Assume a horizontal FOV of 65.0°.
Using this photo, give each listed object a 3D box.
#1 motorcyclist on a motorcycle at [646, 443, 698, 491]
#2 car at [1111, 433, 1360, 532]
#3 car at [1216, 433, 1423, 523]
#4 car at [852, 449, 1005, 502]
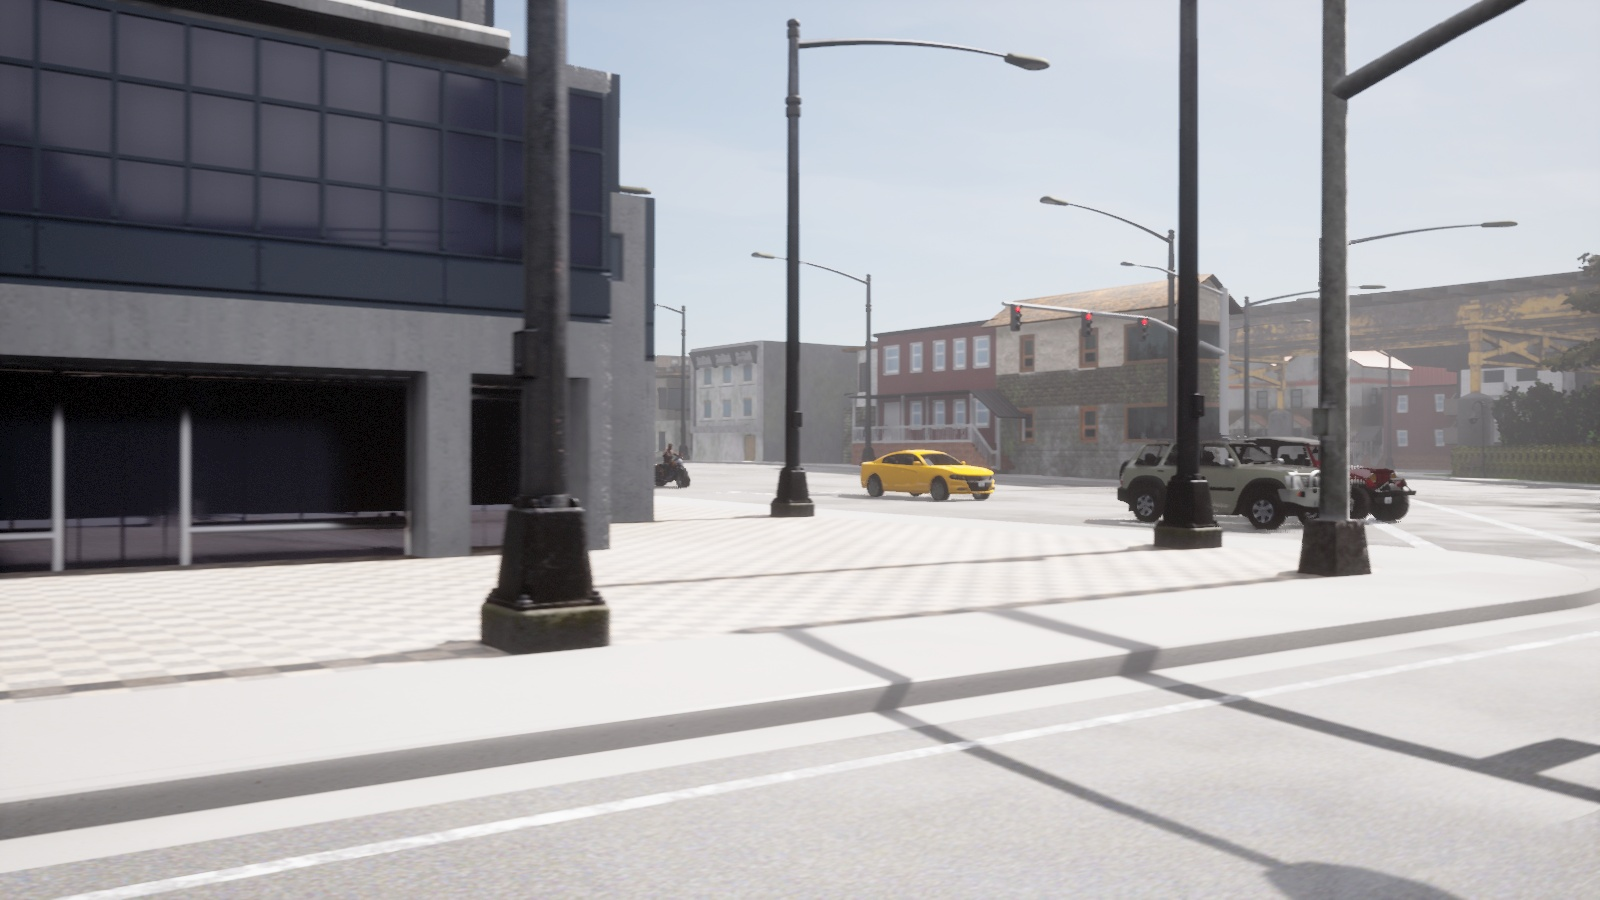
[{"bbox_3d":[-4.600,0.578,44.963,0.766,1.649,2.350,0,1,-35],"label":"motorcyclist on a motorcycle"},{"bbox_3d":[8.861,0.595,25.934,1.932,1.855,4.605,0,0,-35],"label":"car"},{"bbox_3d":[11.579,0.577,28.202,1.905,1.878,3.866,0,0,-36],"label":"car"},{"bbox_3d":[3.899,0.727,39.007,1.882,1.535,5.008,0,0,-35],"label":"car"}]
